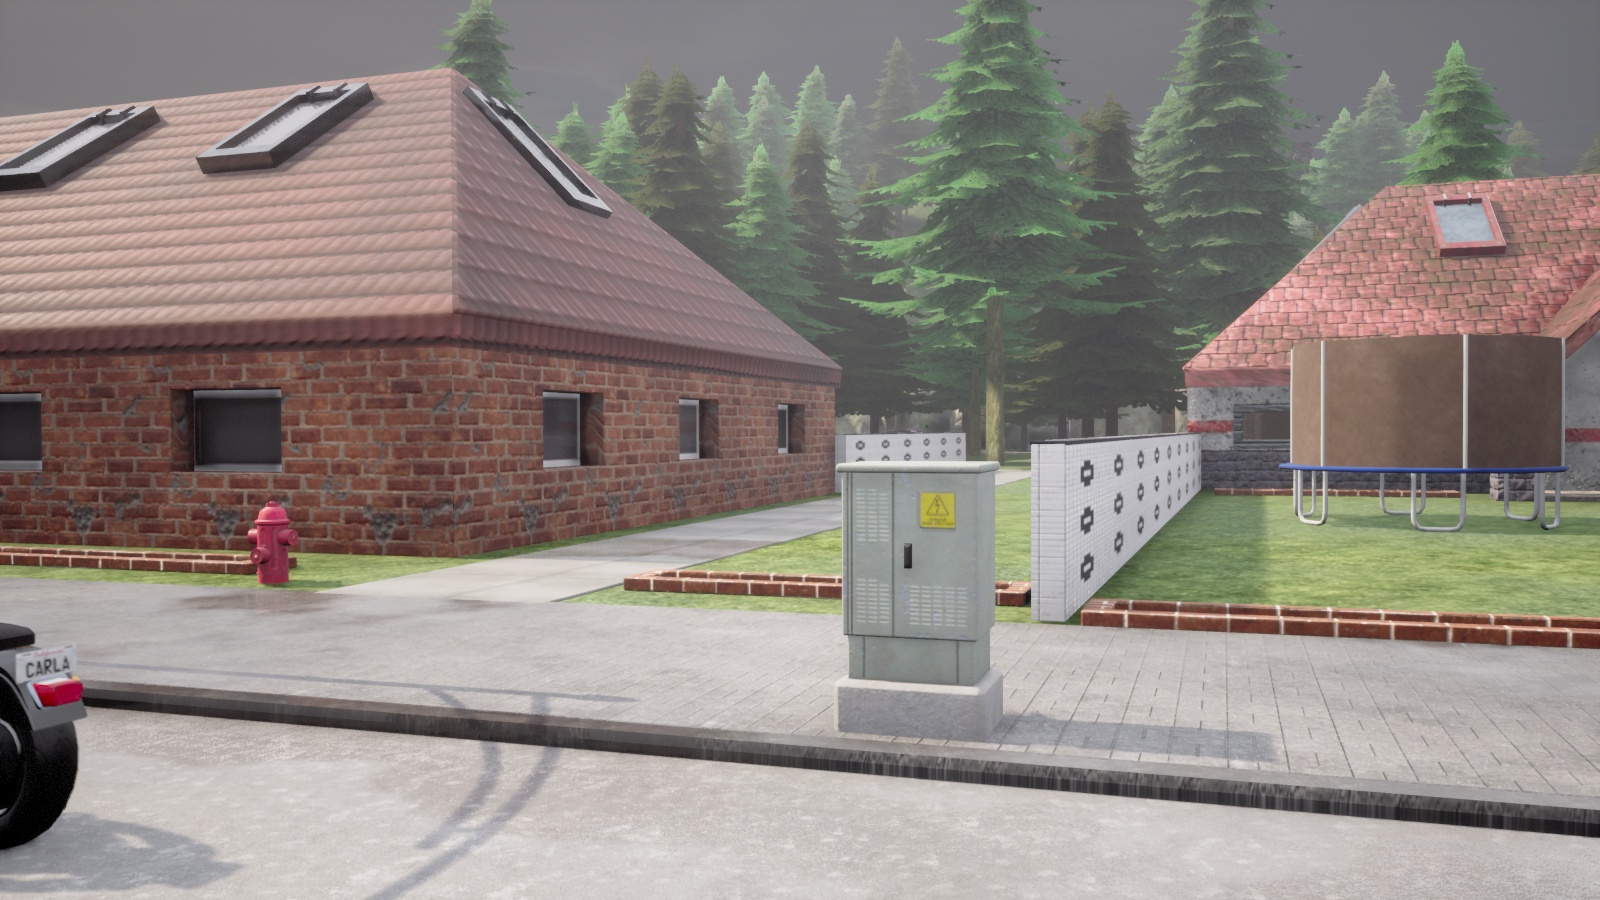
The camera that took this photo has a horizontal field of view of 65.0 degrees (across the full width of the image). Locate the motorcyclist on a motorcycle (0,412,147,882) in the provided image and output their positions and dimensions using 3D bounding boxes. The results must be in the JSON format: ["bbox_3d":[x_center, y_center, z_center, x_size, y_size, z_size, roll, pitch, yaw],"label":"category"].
[{"bbox_3d":[-3.841,0.682,5.011,2.350,1.649,0.766,0,1,19],"label":"motorcyclist on a motorcycle"}]
